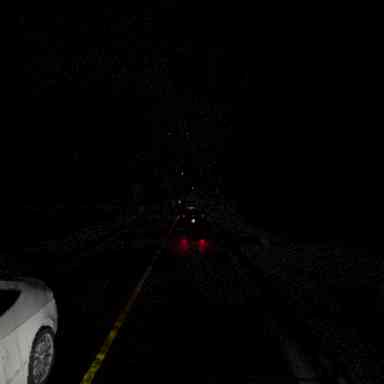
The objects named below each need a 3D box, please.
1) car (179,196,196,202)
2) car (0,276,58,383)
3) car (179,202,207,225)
[{"bbox_3d":[-0.464,1.546,39.202,2.128,1.511,4.902,0,0,-7],"label":"car"},{"bbox_3d":[-2.600,1.526,2.535,1.812,1.442,4.674,0,0,0],"label":"car"},{"bbox_3d":[0.093,1.623,24.206,1.895,1.301,4.718,0,0,0],"label":"car"}]
